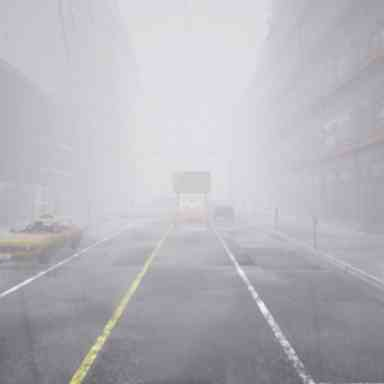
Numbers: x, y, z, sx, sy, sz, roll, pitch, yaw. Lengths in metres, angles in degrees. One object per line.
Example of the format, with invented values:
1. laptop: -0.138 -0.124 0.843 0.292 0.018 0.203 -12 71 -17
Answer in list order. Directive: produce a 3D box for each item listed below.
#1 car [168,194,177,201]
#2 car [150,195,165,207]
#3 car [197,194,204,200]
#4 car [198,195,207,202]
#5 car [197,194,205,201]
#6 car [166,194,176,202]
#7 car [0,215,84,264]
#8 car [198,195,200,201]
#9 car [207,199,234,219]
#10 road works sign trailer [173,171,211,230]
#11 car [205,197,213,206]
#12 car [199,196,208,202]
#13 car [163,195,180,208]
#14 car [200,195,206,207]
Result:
1. car: -5.278 1.466 89.454 2.192 1.841 5.009 1 0 0
2. car: -5.288 1.561 50.571 1.752 1.417 4.829 2 0 0
3. car: 2.595 1.636 72.801 1.887 1.381 4.507 1 0 0
4. car: 2.606 1.570 83.863 1.967 1.590 4.097 1 0 0
5. car: 2.568 1.488 94.925 2.192 1.841 5.009 1 0 0
6. car: -5.279 1.445 83.925 2.192 1.841 5.009 1 0 0
7. car: -5.292 1.520 11.864 1.752 1.417 4.829 2 0 0
8. car: 2.592 1.598 56.209 2.008 1.369 4.403 1 0 0
9. car: 2.589 1.547 28.555 1.887 1.381 4.507 1 0 0
10. road works sign trailer: -0.007 0.461 21.242 2.380 3.560 2.880 0 0 0
11. car: 2.590 1.534 34.257 1.752 1.417 4.829 1 0 0
12. car: 2.595 1.654 78.331 1.887 1.381 4.507 1 0 0
13. car: -2.823 1.539 50.161 1.837 1.490 4.892 0 0 0
14. car: 2.591 1.581 50.677 1.887 1.381 4.507 1 0 0
